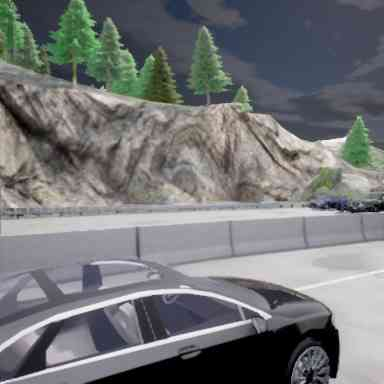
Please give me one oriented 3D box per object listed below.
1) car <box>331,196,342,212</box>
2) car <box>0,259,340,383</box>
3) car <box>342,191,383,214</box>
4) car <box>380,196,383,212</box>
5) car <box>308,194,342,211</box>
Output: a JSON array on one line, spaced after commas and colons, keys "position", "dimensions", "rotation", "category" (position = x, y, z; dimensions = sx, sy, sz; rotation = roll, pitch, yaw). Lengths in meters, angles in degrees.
[{"position": [16.143, 1.309, 32.051], "dimensions": [4.718, 1.301, 1.895], "rotation": [0, 1, -22], "category": "car"}, {"position": [-0.535, 1.455, 3.251], "dimensions": [4.902, 1.511, 2.128], "rotation": [0, 1, -34], "category": "car"}, {"position": [15.799, 0.968, 28.122], "dimensions": [5.566, 2.045, 2.150], "rotation": [0, 1, -23], "category": "car"}, {"position": [16.783, 1.261, 24.714], "dimensions": [5.008, 1.535, 1.882], "rotation": [0, 1, -23], "category": "car"}, {"position": [14.547, 1.023, 35.152], "dimensions": [4.553, 1.767, 2.097], "rotation": [0, 1, -23], "category": "car"}]
